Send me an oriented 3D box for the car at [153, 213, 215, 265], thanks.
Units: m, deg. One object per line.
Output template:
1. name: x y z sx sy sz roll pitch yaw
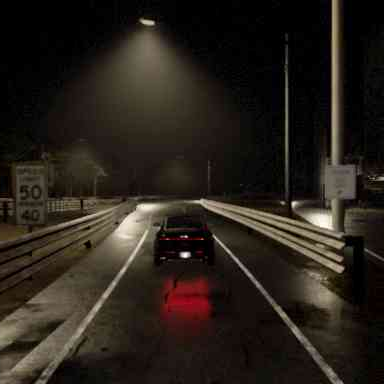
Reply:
1. car: -0.309 1.503 11.705 1.837 1.490 4.892 0 0 -3
